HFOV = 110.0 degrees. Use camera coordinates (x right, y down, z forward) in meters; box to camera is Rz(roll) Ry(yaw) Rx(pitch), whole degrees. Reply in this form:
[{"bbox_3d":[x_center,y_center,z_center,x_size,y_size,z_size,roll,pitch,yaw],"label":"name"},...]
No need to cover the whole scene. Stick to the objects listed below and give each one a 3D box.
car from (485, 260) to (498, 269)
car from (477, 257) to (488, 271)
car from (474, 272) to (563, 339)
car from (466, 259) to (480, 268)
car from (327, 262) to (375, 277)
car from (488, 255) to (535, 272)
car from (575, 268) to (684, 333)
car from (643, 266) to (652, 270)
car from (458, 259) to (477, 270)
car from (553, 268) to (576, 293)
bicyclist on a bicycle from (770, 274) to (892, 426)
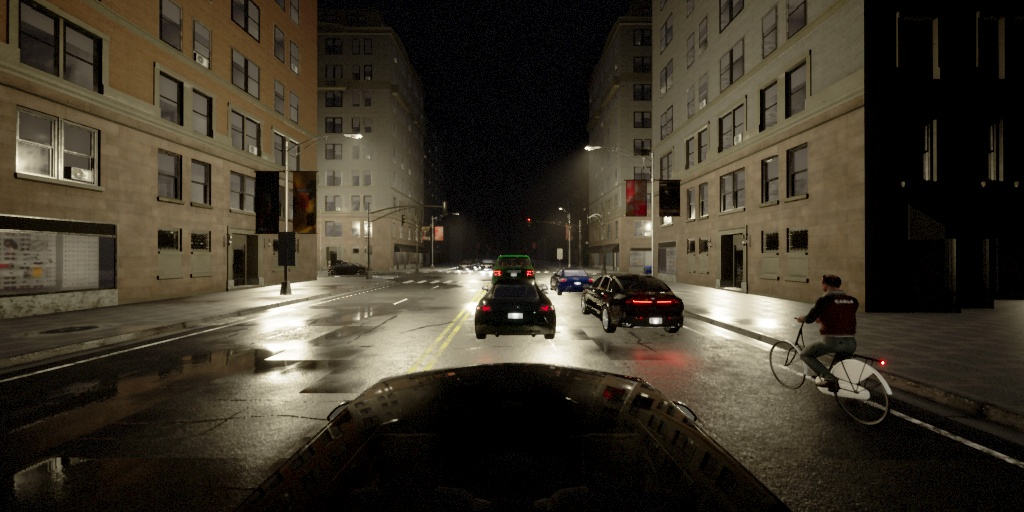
[{"bbox_3d":[-3.391,1.371,60.302,1.895,1.301,4.718,0,0,0],"label":"car"},{"bbox_3d":[-3.394,1.259,51.038,2.128,1.511,4.902,0,0,0],"label":"car"},{"bbox_3d":[0.087,1.315,10.073,1.994,1.385,4.181,0,0,0],"label":"car"},{"bbox_3d":[-6.638,1.275,61.304,1.837,1.490,4.892,0,0,0],"label":"car"},{"bbox_3d":[-15.608,1.303,34.911,4.181,1.385,1.994,0,0,-3],"label":"car"},{"bbox_3d":[0.080,0.975,19.486,2.150,2.045,5.566,0,0,0],"label":"car"},{"bbox_3d":[3.337,1.256,10.739,1.837,1.490,4.892,0,0,0],"label":"car"},{"bbox_3d":[16.365,1.290,37.629,5.008,1.535,1.882,0,0,0],"label":"car"},{"bbox_3d":[-6.642,1.293,52.293,1.812,1.442,4.674,0,0,0],"label":"car"},{"bbox_3d":[3.230,1.318,19.635,1.994,1.385,4.181,0,0,0],"label":"car"},{"bbox_3d":[4.140,1.121,4.852,0.659,1.776,1.843,0,0,0],"label":"bicyclist on a bicycle"}]
